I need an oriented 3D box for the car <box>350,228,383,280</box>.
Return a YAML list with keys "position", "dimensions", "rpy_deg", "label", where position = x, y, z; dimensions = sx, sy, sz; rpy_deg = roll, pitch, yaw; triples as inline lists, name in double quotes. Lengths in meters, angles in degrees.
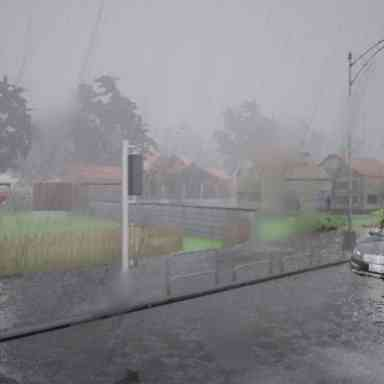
- position: [6.245, 1.485, 9.062]
  dimensions: [4.902, 1.511, 2.128]
  rpy_deg: [0, 0, -35]
  label: "car"
